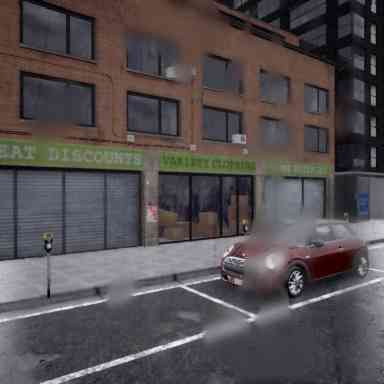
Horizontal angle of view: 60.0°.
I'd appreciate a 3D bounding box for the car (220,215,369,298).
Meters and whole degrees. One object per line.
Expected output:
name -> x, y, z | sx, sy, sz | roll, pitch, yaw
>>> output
car -> 2.644, 1.440, 8.421 | 4.097, 1.590, 1.967 | 0, 0, -36
